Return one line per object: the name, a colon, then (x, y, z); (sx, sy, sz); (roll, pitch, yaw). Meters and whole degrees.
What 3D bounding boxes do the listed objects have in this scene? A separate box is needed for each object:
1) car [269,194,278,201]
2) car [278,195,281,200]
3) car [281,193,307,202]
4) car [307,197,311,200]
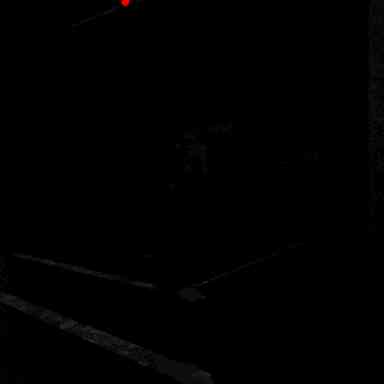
car: (16.888, 1.119, 77.437); (4.605, 1.855, 1.932); (0, 0, 35)
car: (24.609, 1.320, 87.238); (4.514, 1.523, 2.007); (0, 0, 35)
car: (21.453, 1.097, 70.235); (3.866, 1.878, 1.905); (0, 0, 35)
car: (23.859, 1.382, 72.609); (3.806, 1.475, 1.970); (0, 0, 35)
